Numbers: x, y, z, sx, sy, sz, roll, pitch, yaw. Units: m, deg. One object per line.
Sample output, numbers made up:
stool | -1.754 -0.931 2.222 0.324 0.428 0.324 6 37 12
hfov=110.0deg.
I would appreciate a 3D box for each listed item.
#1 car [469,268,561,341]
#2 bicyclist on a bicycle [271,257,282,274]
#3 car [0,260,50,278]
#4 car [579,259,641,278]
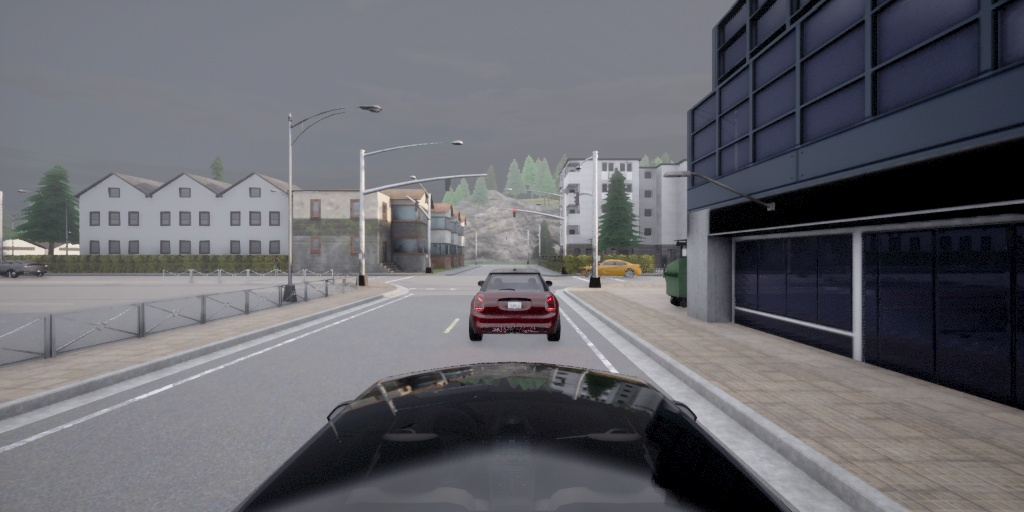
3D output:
car | 0.085 1.102 10.014 2.097 1.767 4.553 0 0 1
bicyclist on a bicycle | -22.211 0.874 33.856 0.582 1.620 1.656 0 0 0
car | -42.102 1.065 30.105 4.902 1.511 2.128 0 0 0
car | 8.191 1.052 30.100 5.008 1.535 1.882 0 0 4
